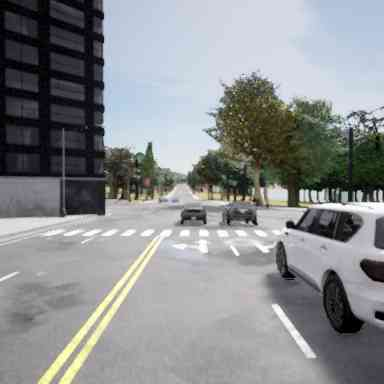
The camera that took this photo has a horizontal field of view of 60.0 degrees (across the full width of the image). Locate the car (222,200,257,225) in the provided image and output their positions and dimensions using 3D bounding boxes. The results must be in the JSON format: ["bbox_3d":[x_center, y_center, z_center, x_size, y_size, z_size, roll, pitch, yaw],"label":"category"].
[{"bbox_3d":[3.419,1.459,24.479,2.097,1.767,4.553,3,-3,0],"label":"car"}]

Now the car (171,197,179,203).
[{"bbox_3d":[-4.294,2.040,85.521,1.812,1.442,4.674,0,-1,-2],"label":"car"}]

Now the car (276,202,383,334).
[{"bbox_3d":[3.352,1.214,6.856,2.150,2.045,5.566,0,0,1],"label":"car"}]

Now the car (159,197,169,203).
[{"bbox_3d":[-7.543,2.058,85.420,2.033,1.411,5.357,0,-1,-2],"label":"car"}]

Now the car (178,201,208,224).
[{"bbox_3d":[0.118,1.528,25.059,1.837,1.490,4.892,0,0,0],"label":"car"}]
